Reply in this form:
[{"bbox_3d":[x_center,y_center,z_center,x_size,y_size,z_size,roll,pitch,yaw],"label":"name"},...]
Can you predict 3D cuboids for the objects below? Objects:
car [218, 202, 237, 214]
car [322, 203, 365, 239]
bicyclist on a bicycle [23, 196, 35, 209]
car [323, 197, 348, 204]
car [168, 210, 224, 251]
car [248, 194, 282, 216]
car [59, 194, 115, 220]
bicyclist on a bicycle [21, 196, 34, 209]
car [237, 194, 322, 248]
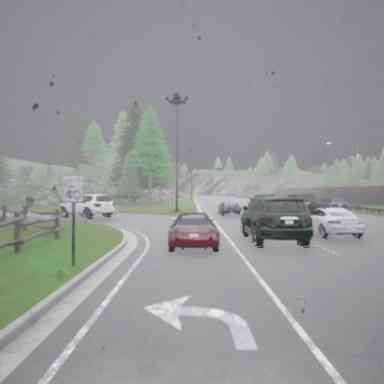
[{"bbox_3d":[3.599,1.577,32.415,1.895,1.301,4.718,0,0,0],"label":"car"},{"bbox_3d":[7.099,1.513,17.160,1.812,1.442,4.674,0,0,0],"label":"car"},{"bbox_3d":[-19.788,1.270,40.921,0.582,1.620,1.656,0,0,8],"label":"bicyclist on a bicycle"},{"bbox_3d":[14.098,1.327,33.719,2.097,1.767,4.553,0,0,0],"label":"car"},{"bbox_3d":[0.047,1.553,14.072,1.994,1.385,4.181,0,0,-1],"label":"car"},{"bbox_3d":[7.100,1.197,33.051,2.150,2.045,5.566,0,0,0],"label":"car"},{"bbox_3d":[-9.045,1.200,28.460,5.566,2.045,2.150,0,0,35],"label":"car"},{"bbox_3d":[-20.275,1.270,40.986,0.582,1.620,1.656,0,0,7],"label":"bicyclist on a bicycle"},{"bbox_3d":[3.598,1.211,14.961,2.150,2.045,5.566,0,0,0],"label":"car"}]
